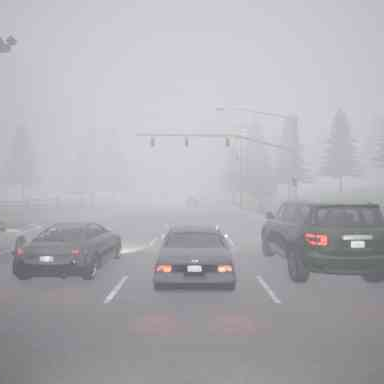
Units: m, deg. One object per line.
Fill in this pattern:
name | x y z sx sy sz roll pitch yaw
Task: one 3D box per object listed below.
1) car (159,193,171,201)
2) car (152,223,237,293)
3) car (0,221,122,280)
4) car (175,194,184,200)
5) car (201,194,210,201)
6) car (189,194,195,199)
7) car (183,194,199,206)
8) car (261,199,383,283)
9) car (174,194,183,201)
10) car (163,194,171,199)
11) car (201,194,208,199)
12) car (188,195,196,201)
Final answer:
car | -6.992 1.177 83.708 2.150 2.045 5.566 0 0 0
car | 0.067 1.543 8.996 2.033 1.411 5.357 0 0 0
car | -3.433 1.559 9.921 1.994 1.385 4.181 0 0 1
car | -3.491 1.313 94.098 2.128 1.511 4.902 0 0 0
car | 3.508 1.452 83.677 1.837 1.490 4.892 0 0 0
car | 0.009 1.265 94.097 1.882 1.535 5.008 0 0 0
car | 0.003 1.326 53.035 2.097 1.767 4.553 0 0 0
car | 3.572 1.217 9.816 2.150 2.045 5.566 0 0 0
car | -3.492 1.476 84.095 1.812 1.442 4.674 0 0 0
car | -6.991 1.340 94.098 1.994 1.385 4.181 0 0 0
car | 3.509 1.265 94.097 1.882 1.535 5.008 0 0 0
car | 0.008 1.491 83.678 2.033 1.411 5.357 0 0 0
